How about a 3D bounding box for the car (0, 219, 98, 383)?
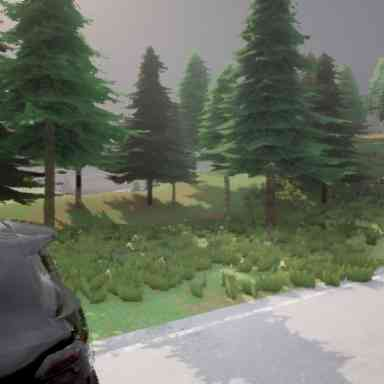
[{"bbox_3d":[-3.220,1.206,1.326,5.566,2.045,2.150,1,0,-35],"label":"car"}]
